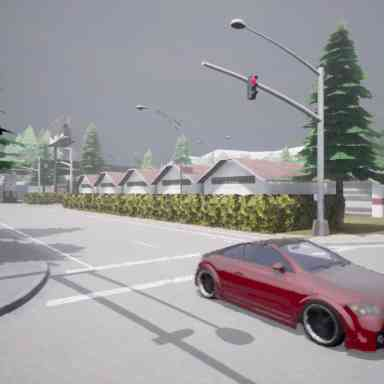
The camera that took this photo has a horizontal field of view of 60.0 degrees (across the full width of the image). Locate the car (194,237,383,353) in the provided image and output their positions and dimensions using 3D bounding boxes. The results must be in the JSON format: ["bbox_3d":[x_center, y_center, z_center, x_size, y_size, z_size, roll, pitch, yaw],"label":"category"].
[{"bbox_3d":[1.887,1.627,6.428,1.994,1.385,4.181,0,1,-37],"label":"car"}]
